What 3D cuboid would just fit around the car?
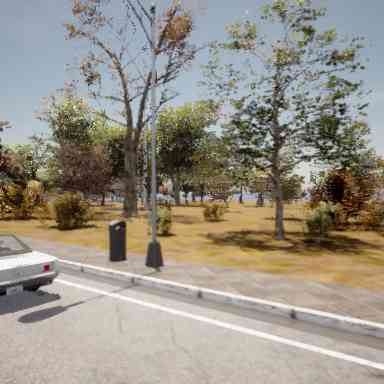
[{"bbox_3d":[-5.220,1.602,7.711,4.718,1.301,1.895,0,0,35],"label":"car"}]
